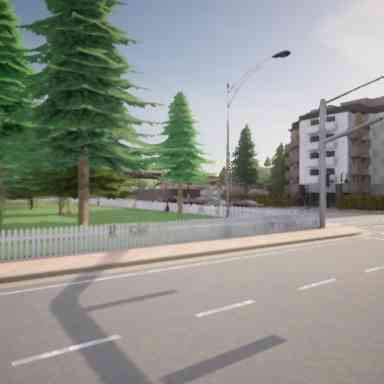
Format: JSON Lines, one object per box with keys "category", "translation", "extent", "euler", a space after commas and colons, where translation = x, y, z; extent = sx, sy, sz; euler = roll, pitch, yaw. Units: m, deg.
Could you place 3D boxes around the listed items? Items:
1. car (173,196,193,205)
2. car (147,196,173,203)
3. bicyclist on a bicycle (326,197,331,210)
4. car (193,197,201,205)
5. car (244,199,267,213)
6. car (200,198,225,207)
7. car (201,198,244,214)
{"category": "car", "translation": [-2.365, 1.357, 52.658], "extent": [1.837, 1.490, 4.892], "euler": [0, 0, -34]}
{"category": "car", "translation": [-5.265, 1.290, 50.699], "extent": [1.994, 1.385, 4.181], "euler": [0, 0, -34]}
{"category": "bicyclist on a bicycle", "translation": [17.401, 1.489, 42.842], "extent": [1.656, 1.620, 0.582], "euler": [0, 0, -34]}
{"category": "car", "translation": [0.534, 1.661, 54.617], "extent": [1.837, 1.490, 4.892], "euler": [0, 0, -34]}
{"category": "car", "translation": [6.564, 1.614, 39.274], "extent": [1.882, 1.535, 5.008], "euler": [0, 0, -34]}
{"category": "car", "translation": [3.417, 1.774, 56.601], "extent": [1.895, 1.301, 4.718], "euler": [0, 0, -34]}
{"category": "car", "translation": [3.378, 1.645, 37.762], "extent": [1.812, 1.442, 4.674], "euler": [0, 0, -34]}
